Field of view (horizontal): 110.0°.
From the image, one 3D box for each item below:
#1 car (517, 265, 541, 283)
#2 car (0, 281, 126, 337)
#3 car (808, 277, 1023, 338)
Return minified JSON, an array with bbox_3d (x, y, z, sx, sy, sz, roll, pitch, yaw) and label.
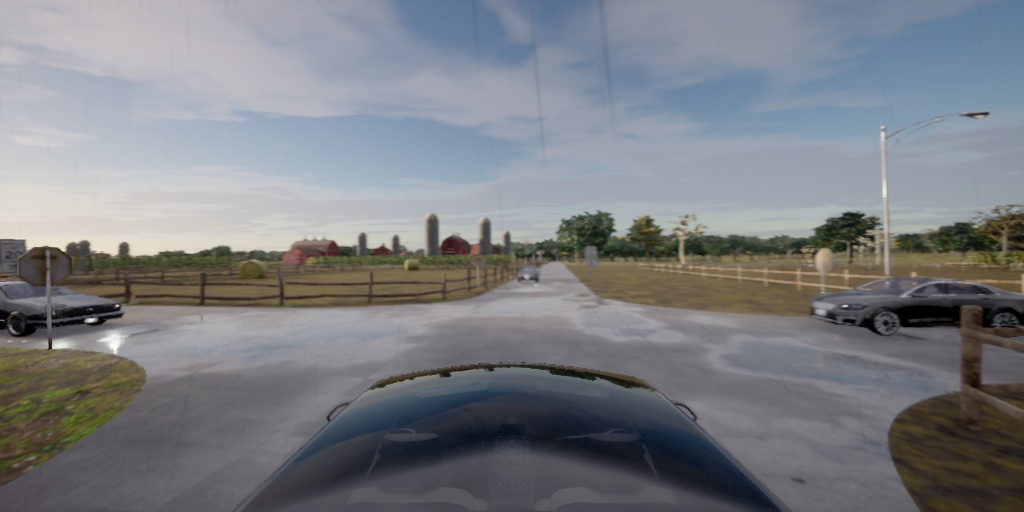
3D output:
[{"bbox_3d":[1.598,1.631,33.081,2.128,1.511,4.902,-1,-1,7],"label":"car"},{"bbox_3d":[-14.653,1.456,10.590,5.357,1.411,2.033,0,0,7],"label":"car"},{"bbox_3d":[11.315,1.350,10.174,4.902,1.511,2.128,0,0,3],"label":"car"}]
